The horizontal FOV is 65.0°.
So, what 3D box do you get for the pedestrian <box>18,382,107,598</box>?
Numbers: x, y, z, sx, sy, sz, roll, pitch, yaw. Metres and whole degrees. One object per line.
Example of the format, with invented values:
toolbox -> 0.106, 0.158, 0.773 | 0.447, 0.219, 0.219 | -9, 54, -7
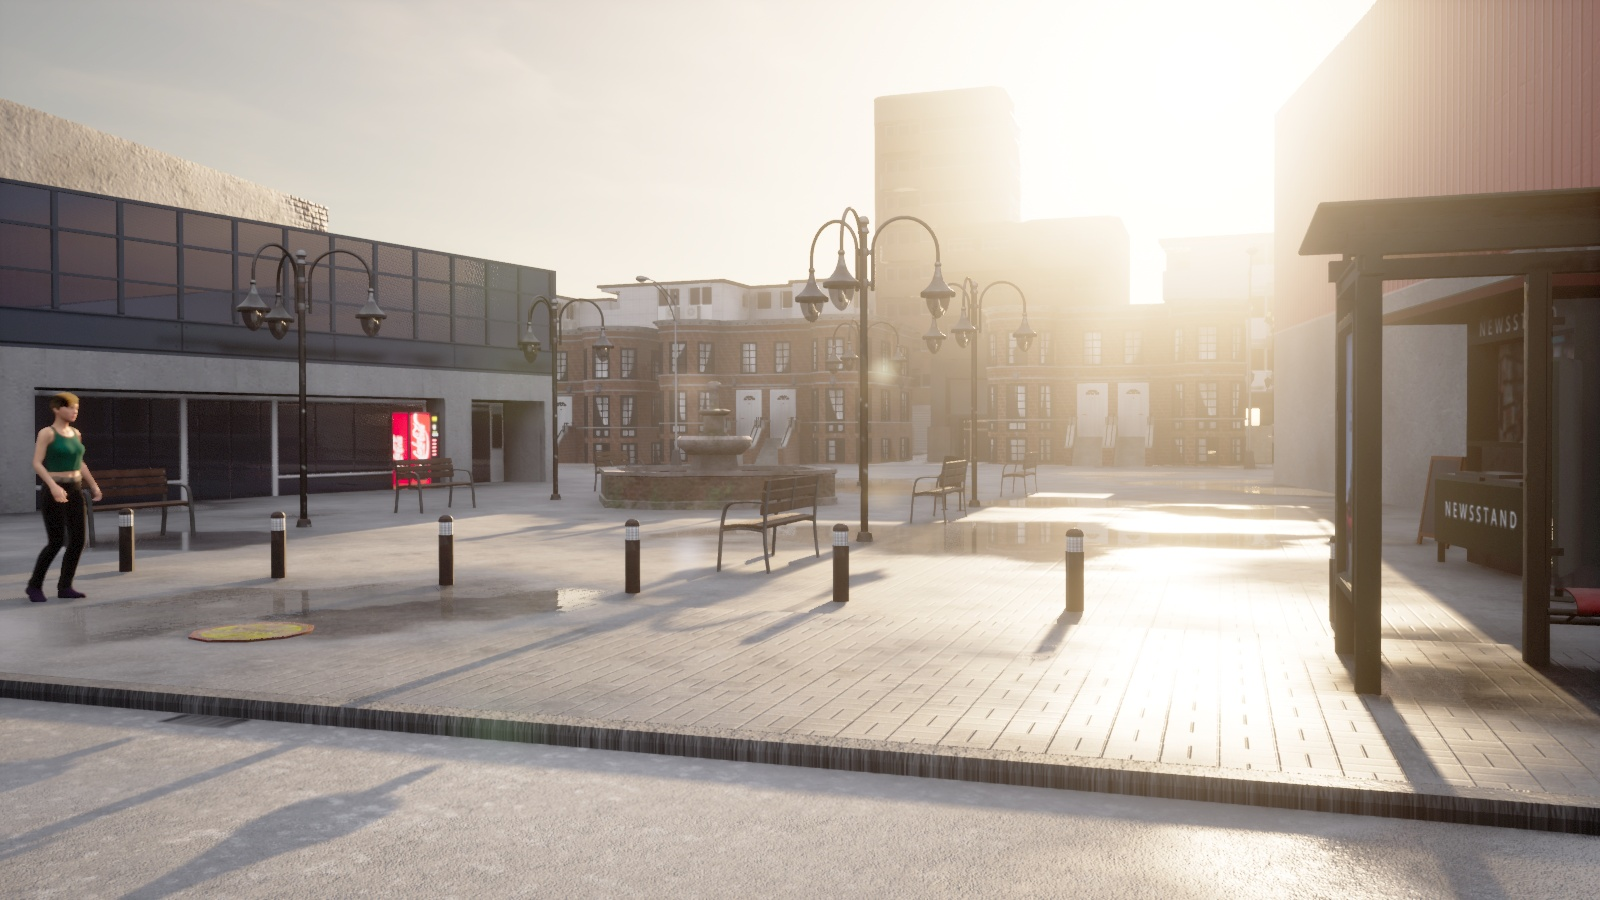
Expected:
pedestrian -> -6.429, 0.337, 10.955 | 0.594, 1.836, 0.345 | 0, 1, 17
